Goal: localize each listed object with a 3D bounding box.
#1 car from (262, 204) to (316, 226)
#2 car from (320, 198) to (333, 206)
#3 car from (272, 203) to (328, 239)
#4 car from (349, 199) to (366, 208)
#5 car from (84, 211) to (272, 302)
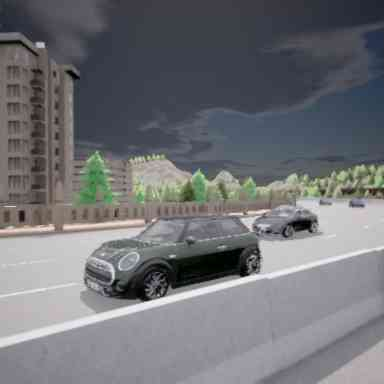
[{"bbox_3d":[7.692,1.689,25.978,2.033,1.411,5.357,0,-1,40],"label":"car"},{"bbox_3d":[25.624,1.944,63.713,1.812,1.442,4.674,0,0,13],"label":"car"},{"bbox_3d":[5.211,1.579,18.116,2.128,1.511,4.902,0,0,44],"label":"car"},{"bbox_3d":[26.644,1.870,53.704,2.033,1.411,5.357,0,-1,18],"label":"car"},{"bbox_3d":[-0.312,1.391,8.433,4.553,1.767,2.097,0,0,-39],"label":"car"}]
